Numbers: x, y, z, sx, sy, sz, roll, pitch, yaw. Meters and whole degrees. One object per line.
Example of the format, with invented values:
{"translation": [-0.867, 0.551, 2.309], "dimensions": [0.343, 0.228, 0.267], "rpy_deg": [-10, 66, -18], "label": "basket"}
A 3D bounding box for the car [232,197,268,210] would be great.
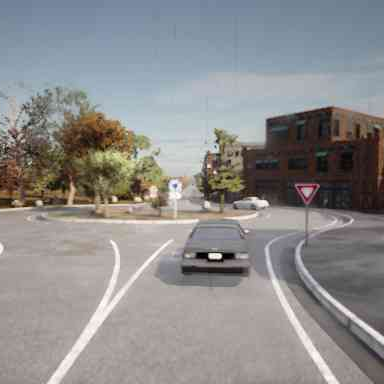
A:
{"translation": [6.695, 1.309, 38.424], "dimensions": [1.812, 1.442, 4.674], "rpy_deg": [-2, 1, -36], "label": "car"}

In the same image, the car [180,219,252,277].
{"translation": [0.790, 1.533, 10.228], "dimensions": [2.033, 1.411, 5.357], "rpy_deg": [0, 0, 6], "label": "car"}
